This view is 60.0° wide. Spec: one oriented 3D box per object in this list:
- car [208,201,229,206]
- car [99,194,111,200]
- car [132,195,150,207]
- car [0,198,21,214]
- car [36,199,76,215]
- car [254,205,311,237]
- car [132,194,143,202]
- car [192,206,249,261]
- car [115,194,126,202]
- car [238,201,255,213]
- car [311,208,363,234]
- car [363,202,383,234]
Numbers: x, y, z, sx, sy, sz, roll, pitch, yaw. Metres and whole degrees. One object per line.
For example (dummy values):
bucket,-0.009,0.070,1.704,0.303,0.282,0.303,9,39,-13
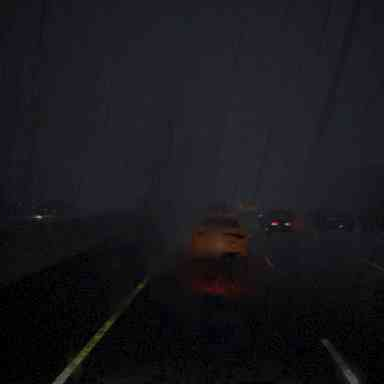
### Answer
car,2.549,1.620,31.895,1.882,1.535,5.008,2,0,4
car,-18.462,1.067,71.150,1.994,1.385,4.181,2,0,-5
car,-7.306,1.431,48.538,2.033,1.411,5.357,2,0,2
car,-15.558,1.155,26.516,1.994,1.385,4.181,2,0,4
car,-11.856,1.272,29.240,1.994,1.385,4.181,2,0,4
car,5.184,1.744,19.843,2.033,1.411,5.357,2,0,5
car,-11.198,1.268,68.743,1.882,1.535,5.008,2,0,-5
car,1.086,1.537,12.734,1.882,1.535,5.008,2,0,5
car,-14.673,1.190,68.333,1.837,1.490,4.892,2,0,-5
car,6.462,1.752,39.058,1.882,1.535,5.008,2,0,3
car,8.847,1.801,21.710,2.128,1.511,4.902,2,0,5
car,12.258,1.629,20.364,2.150,2.045,5.566,2,0,5
